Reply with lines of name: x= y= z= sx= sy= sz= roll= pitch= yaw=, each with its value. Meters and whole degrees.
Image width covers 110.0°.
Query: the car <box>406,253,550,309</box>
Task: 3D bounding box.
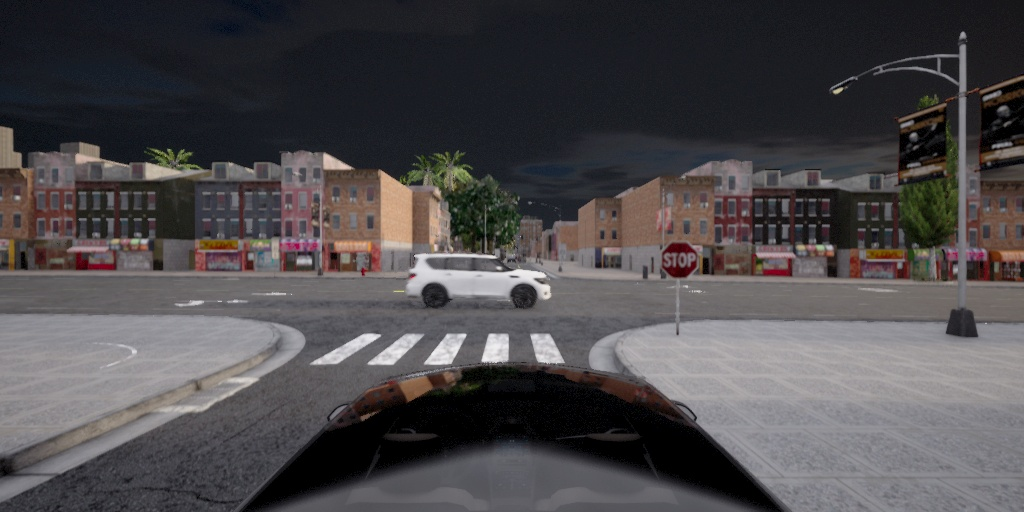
car: x=-1.313 y=0.934 z=14.237 sx=5.566 sy=2.045 sz=2.150 roll=1 pitch=0 yaw=0
